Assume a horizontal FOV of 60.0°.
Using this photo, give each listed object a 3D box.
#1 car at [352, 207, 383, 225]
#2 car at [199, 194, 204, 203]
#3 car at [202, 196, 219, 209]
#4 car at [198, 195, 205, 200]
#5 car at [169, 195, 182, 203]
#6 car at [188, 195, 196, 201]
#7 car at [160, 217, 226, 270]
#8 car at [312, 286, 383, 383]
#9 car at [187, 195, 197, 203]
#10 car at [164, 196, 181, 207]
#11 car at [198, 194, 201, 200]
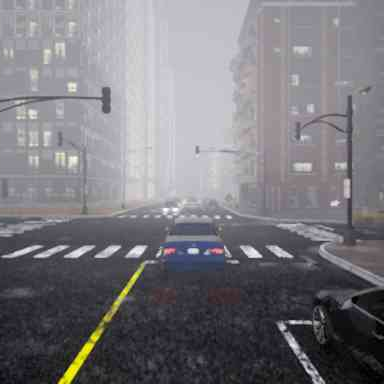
[{"bbox_3d":[14.640,1.818,25.653,4.829,1.417,1.752,1,-1,0],"label":"car"},{"bbox_3d":[2.686,1.529,58.253,2.008,1.369,4.403,0,0,0],"label":"car"},{"bbox_3d":[2.737,1.561,45.335,1.802,1.307,4.206,0,0,0],"label":"car"},{"bbox_3d":[2.684,1.566,92.144,1.802,1.307,4.206,0,0,0],"label":"car"},{"bbox_3d":[-3.020,1.541,65.210,1.994,1.385,4.181,0,0,0],"label":"car"},{"bbox_3d":[-0.005,1.365,77.936,1.994,1.385,4.181,0,0,0],"label":"car"},{"bbox_3d":[0.053,1.540,10.902,2.033,1.411,5.357,0,0,1],"label":"car"},{"bbox_3d":[2.690,1.564,3.312,1.947,1.339,4.313,0,0,0],"label":"car"},{"bbox_3d":[-0.004,1.540,67.900,1.994,1.385,4.181,0,0,0],"label":"car"},{"bbox_3d":[-3.091,1.580,49.049,1.895,1.301,4.718,0,0,0],"label":"car"},{"bbox_3d":[2.687,1.529,63.901,2.008,1.369,4.403,0,0,0],"label":"car"}]
